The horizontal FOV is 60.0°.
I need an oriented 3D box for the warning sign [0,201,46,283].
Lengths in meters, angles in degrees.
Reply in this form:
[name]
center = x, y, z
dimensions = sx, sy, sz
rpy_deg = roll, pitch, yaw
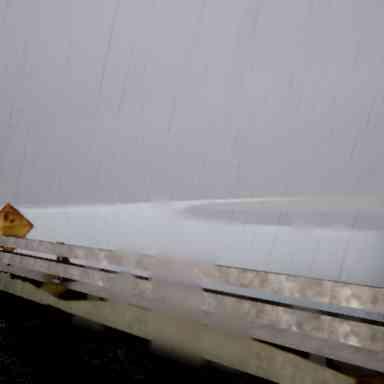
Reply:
[warning sign]
center = -4.663, 1.200, 8.488
dimensions = 1.060, 1.860, 1.300
rpy_deg = -2, 0, 36
